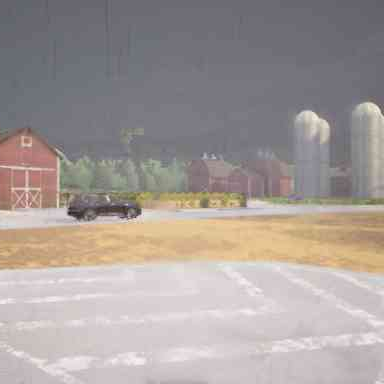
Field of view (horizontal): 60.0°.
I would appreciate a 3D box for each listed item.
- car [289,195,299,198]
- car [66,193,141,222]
[{"bbox_3d":[27.381,1.589,88.756,2.242,1.667,4.611,0,0,35],"label":"car"},{"bbox_3d":[-6.630,1.138,25.303,5.566,2.045,2.150,0,0,-36],"label":"car"}]
